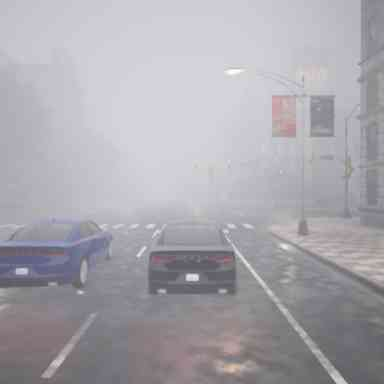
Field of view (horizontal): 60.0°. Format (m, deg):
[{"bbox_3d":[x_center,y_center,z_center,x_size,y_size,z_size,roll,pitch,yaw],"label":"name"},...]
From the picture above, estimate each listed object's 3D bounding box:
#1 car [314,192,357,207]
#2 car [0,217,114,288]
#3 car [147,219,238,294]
[{"bbox_3d":[19.976,1.005,46.393,5.566,2.045,2.150,0,0,0],"label":"car"},{"bbox_3d":[-3.492,1.434,9.160,1.882,1.535,5.008,0,0,-2],"label":"car"},{"bbox_3d":[0.005,1.436,8.695,1.882,1.535,5.008,0,0,0],"label":"car"}]
